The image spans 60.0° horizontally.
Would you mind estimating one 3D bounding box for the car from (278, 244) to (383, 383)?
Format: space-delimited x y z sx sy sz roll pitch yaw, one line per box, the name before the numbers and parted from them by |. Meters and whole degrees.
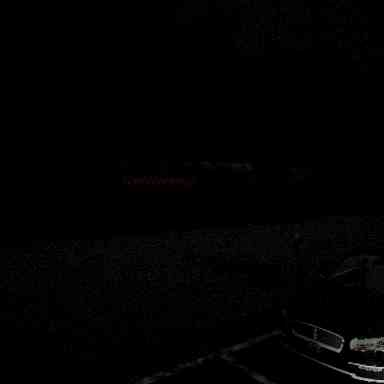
car | 3.180 1.541 5.101 4.403 1.369 2.008 0 -1 -36
